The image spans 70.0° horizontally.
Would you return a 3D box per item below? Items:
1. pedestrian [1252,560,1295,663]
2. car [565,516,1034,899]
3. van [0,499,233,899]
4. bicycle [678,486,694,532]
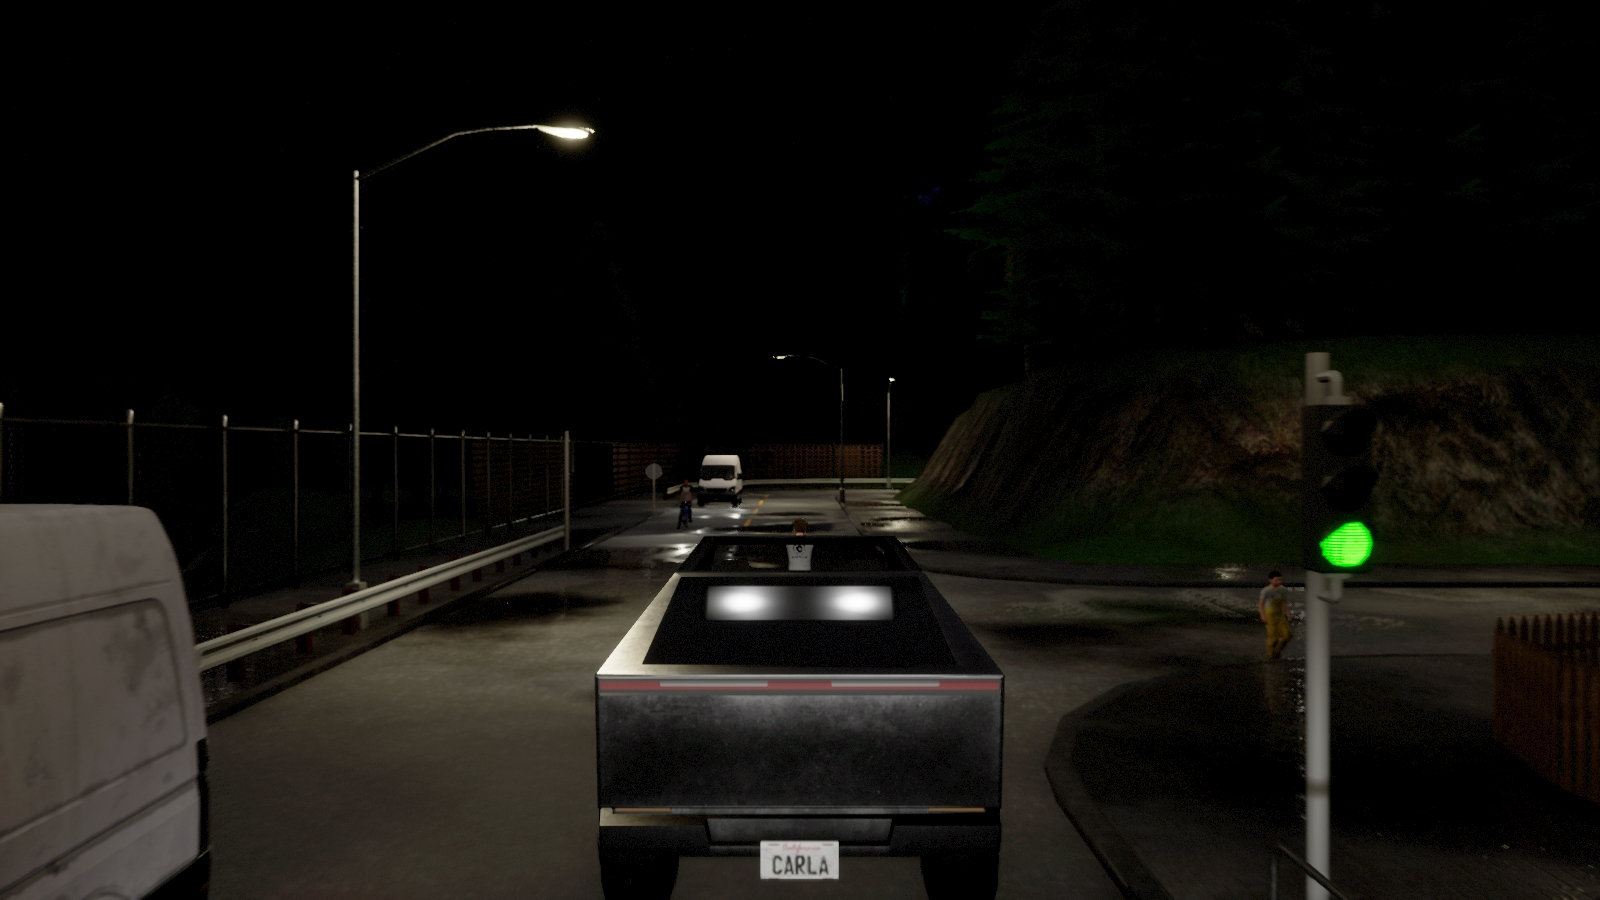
[{"bbox_3d":[6.268,2.128,15.131,0.375,1.300,0.375,0,0,-9],"label":"pedestrian"},{"bbox_3d":[-0.003,1.753,8.964,2.390,2.098,6.274,0,0,0],"label":"car"},{"bbox_3d":[-3.998,1.534,3.096,1.988,2.561,5.915,0,0,0],"label":"van"},{"bbox_3d":[-4.001,2.054,40.106,0.373,1.496,1.643,0,0,0],"label":"bicycle"}]
